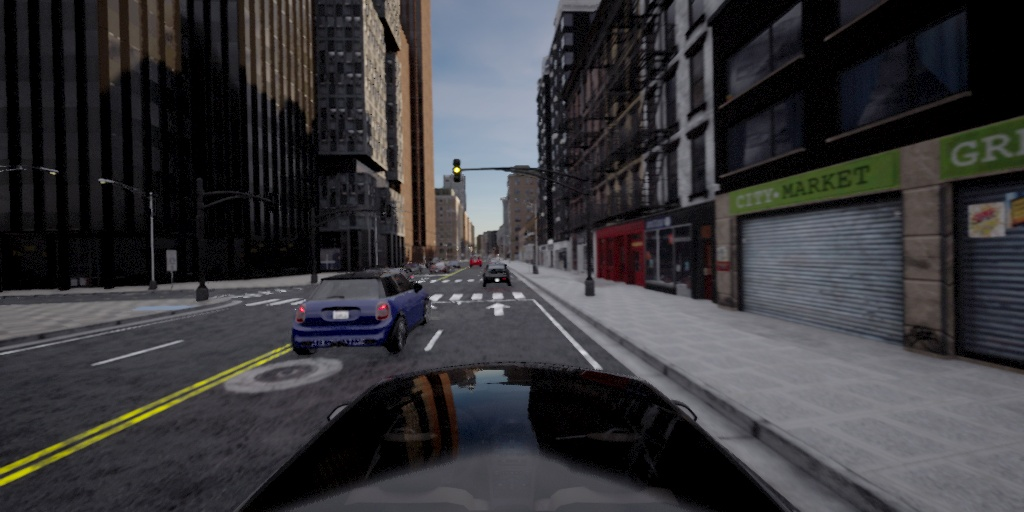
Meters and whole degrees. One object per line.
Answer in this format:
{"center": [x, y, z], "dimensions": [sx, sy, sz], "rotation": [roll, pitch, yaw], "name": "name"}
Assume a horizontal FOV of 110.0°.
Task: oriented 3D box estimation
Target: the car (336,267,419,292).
{"center": [-8.780, 1.460, 23.290], "dimensions": [5.357, 1.411, 2.033], "rotation": [-1, 0, 29], "name": "car"}

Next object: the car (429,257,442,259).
{"center": [-12.881, 1.190, 59.916], "dimensions": [2.150, 2.045, 5.566], "rotation": [-1, 0, -3], "name": "car"}

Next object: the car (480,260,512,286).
{"center": [-1.078, 1.255, 25.207], "dimensions": [1.837, 1.490, 4.892], "rotation": [-1, 1, -3], "name": "car"}

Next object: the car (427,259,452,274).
{"center": [-8.764, 1.422, 43.483], "dimensions": [1.812, 1.442, 4.674], "rotation": [-1, 0, -3], "name": "car"}

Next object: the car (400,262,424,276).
{"center": [-12.006, 1.527, 43.302], "dimensions": [1.994, 1.385, 4.181], "rotation": [-1, 0, -3], "name": "car"}

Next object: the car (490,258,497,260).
{"center": [-2.964, 1.289, 59.660], "dimensions": [1.812, 1.442, 4.674], "rotation": [-1, 0, -3], "name": "car"}

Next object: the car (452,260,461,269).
{"center": [-9.618, 1.450, 59.916], "dimensions": [2.033, 1.411, 5.357], "rotation": [-1, 0, -3], "name": "car"}

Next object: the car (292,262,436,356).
{"center": [-3.445, 1.165, 9.097], "dimensions": [2.097, 1.767, 4.553], "rotation": [-1, 0, -3], "name": "car"}
